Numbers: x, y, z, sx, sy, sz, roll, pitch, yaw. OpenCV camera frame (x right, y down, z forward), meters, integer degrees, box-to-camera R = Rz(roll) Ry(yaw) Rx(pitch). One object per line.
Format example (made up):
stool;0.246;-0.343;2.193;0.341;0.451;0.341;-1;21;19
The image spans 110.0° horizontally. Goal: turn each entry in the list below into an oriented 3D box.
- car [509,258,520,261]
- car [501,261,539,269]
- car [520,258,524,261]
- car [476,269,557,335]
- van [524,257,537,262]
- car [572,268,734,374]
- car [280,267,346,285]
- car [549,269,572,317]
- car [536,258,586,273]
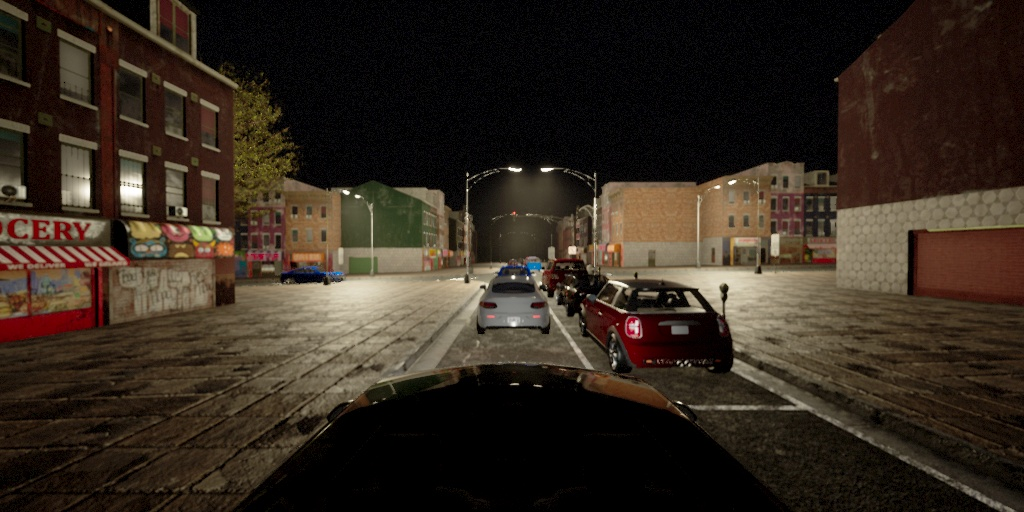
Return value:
car;0.186;1.293;63.313;2.033;1.411;5.357;0;0;0
car;0.139;1.213;18.073;1.882;1.535;5.008;0;0;1
car;2.704;1.049;50.122;2.192;1.841;5.009;0;0;0
car;0.027;1.267;10.320;1.812;1.442;4.674;0;0;0
van;2.697;1.072;44.717;1.690;1.789;3.998;0;0;0
car;2.645;1.183;7.551;1.967;1.591;4.097;0;0;0
car;-16.648;1.645;30.110;5.008;1.535;1.882;-2;1;0
car;2.652;1.304;12.953;1.948;1.339;4.313;0;0;0
car;2.660;1.050;18.356;2.192;1.841;5.009;0;0;0
